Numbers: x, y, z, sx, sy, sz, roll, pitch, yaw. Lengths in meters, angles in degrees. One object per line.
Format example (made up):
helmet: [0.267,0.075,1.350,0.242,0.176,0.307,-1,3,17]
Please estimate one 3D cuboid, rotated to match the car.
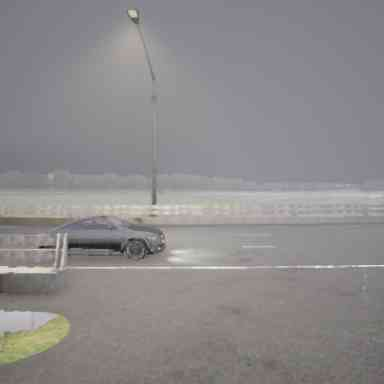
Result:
car: [-3.005,1.516,11.547,4.181,1.385,1.994,0,0,2]
